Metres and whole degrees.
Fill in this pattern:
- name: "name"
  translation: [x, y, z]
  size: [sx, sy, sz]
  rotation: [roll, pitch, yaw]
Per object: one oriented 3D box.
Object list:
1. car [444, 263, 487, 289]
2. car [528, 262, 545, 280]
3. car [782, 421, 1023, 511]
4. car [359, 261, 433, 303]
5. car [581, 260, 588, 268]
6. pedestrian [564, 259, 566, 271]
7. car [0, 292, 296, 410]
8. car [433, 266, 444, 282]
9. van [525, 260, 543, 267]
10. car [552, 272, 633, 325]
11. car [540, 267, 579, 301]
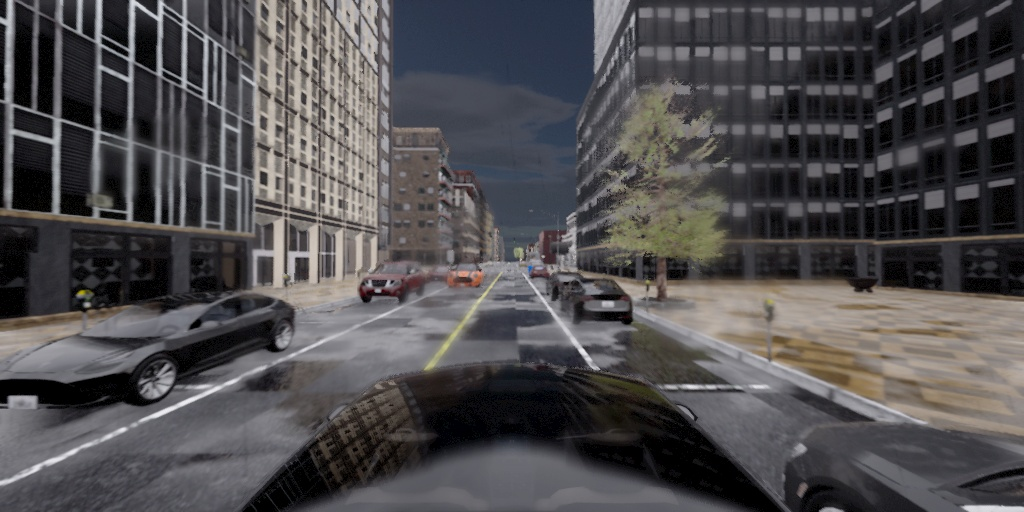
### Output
- name: "car"
  translation: [-3.097, 1.265, 24.873]
  size: [2.097, 1.767, 4.553]
  rotation: [0, 0, 0]
- name: "car"
  translation: [2.659, 1.568, 34.764]
  size: [1.802, 1.307, 4.207]
  rotation: [0, 0, 0]
- name: "car"
  translation: [2.659, 1.293, 0.631]
  size: [2.007, 1.370, 4.403]
  rotation: [0, 0, 0]
- name: "car"
  translation: [-5.689, 1.176, 17.724]
  size: [2.192, 1.841, 5.009]
  rotation: [0, 0, 0]
- name: "car"
  translation: [14.921, 1.538, 61.337]
  size: [5.009, 1.841, 2.192]
  rotation: [0, 0, 0]
- name: "pedestrian"
  translation: [8.137, 1.389, 55.151]
  size: [0.375, 1.860, 0.375]
  rotation: [0, -1, 0]
- name: "car"
  translation: [-5.690, 1.348, 6.347]
  size: [1.948, 1.339, 4.313]
  rotation: [0, 0, 0]
- name: "car"
  translation: [-5.689, 1.489, 29.102]
  size: [1.888, 1.381, 4.507]
  rotation: [0, 0, 0]
- name: "van"
  translation: [2.658, 1.369, 40.453]
  size: [1.690, 1.789, 3.998]
  rotation: [0, 0, 0]
- name: "car"
  translation: [2.658, 1.386, 12.009]
  size: [1.948, 1.339, 4.313]
  rotation: [0, 0, 0]
- name: "car"
  translation: [2.658, 1.427, 17.698]
  size: [1.948, 1.339, 4.313]
  rotation: [0, 0, 0]
